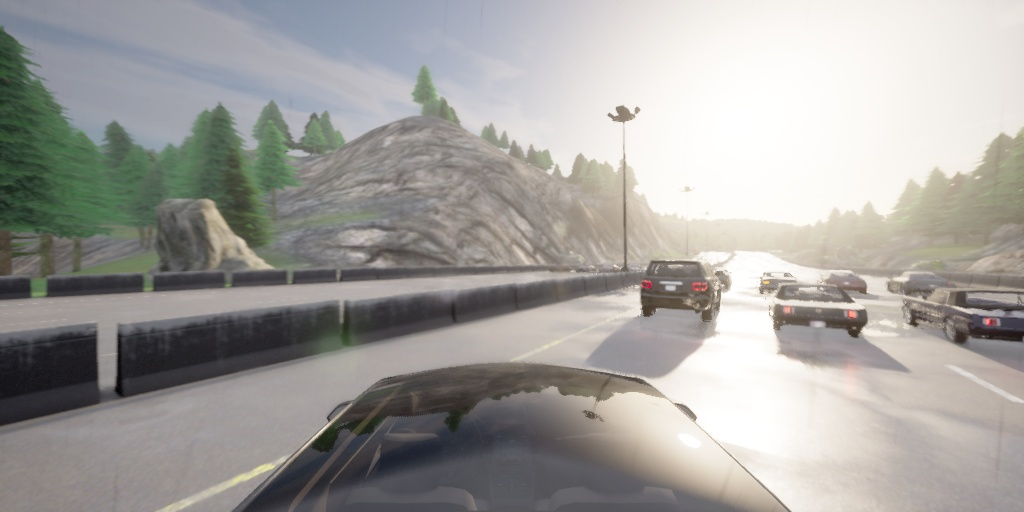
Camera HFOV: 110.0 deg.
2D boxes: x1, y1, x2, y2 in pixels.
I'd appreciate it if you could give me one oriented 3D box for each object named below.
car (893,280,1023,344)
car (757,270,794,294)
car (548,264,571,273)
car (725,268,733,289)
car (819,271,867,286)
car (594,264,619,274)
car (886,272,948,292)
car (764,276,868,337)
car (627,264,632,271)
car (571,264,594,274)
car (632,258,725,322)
[{"bbox_3d":[12.119,1.484,9.317,1.895,1.301,4.718,0,-1,34],"label":"car"},{"bbox_3d":[16.164,1.575,21.897,2.033,1.411,5.357,0,-1,34],"label":"car"},{"bbox_3d":[7.161,1.855,53.060,1.895,1.301,4.718,0,-1,34],"label":"car"},{"bbox_3d":[15.249,1.558,26.840,2.128,1.511,4.902,0,-1,34],"label":"car"},{"bbox_3d":[21.338,1.640,23.355,1.994,1.385,4.181,0,-1,34],"label":"car"},{"bbox_3d":[13.531,1.795,50.013,1.812,1.442,4.674,0,-1,34],"label":"car"},{"bbox_3d":[24.253,1.642,21.417,1.994,1.385,4.181,0,-1,34],"label":"car"},{"bbox_3d":[9.009,1.478,10.961,1.895,1.301,4.718,0,-1,34],"label":"car"},{"bbox_3d":[16.497,1.798,48.158,1.812,1.442,4.674,0,-1,33],"label":"car"},{"bbox_3d":[10.732,1.834,52.119,1.994,1.385,4.181,0,-1,34],"label":"car"},{"bbox_3d":[6.413,1.105,13.377,2.150,2.045,5.566,0,0,34],"label":"car"}]
